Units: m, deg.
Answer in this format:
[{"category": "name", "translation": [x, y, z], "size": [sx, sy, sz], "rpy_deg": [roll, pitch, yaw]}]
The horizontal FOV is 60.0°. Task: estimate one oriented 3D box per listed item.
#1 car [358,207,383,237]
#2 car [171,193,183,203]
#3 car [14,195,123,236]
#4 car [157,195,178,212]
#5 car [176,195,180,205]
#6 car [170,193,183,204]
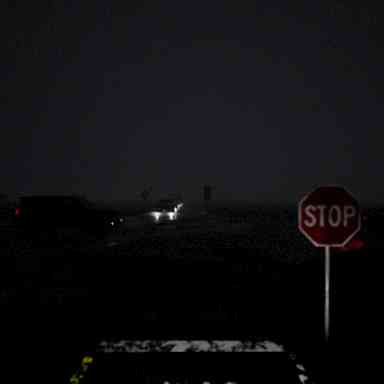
[{"category": "car", "translation": [10.925, 1.543, 17.825], "size": [4.902, 1.511, 2.128], "rpy_deg": [0, 0, -8]}, {"category": "car", "translation": [-3.109, 1.207, 69.513], "size": [2.150, 2.045, 5.566], "rpy_deg": [0, 0, 0]}, {"category": "car", "translation": [-6.611, 1.201, 18.019], "size": [5.566, 2.045, 2.150], "rpy_deg": [0, 1, 0]}, {"category": "car", "translation": [-3.030, 1.457, 39.131], "size": [1.882, 1.535, 5.008], "rpy_deg": [0, 0, 0]}, {"category": "car", "translation": [-3.062, 1.504, 48.580], "size": [1.812, 1.442, 4.674], "rpy_deg": [0, 0, 0]}, {"category": "car", "translation": [-3.066, 1.200, 59.026], "size": [2.150, 2.045, 5.566], "rpy_deg": [0, 0, 0]}]
